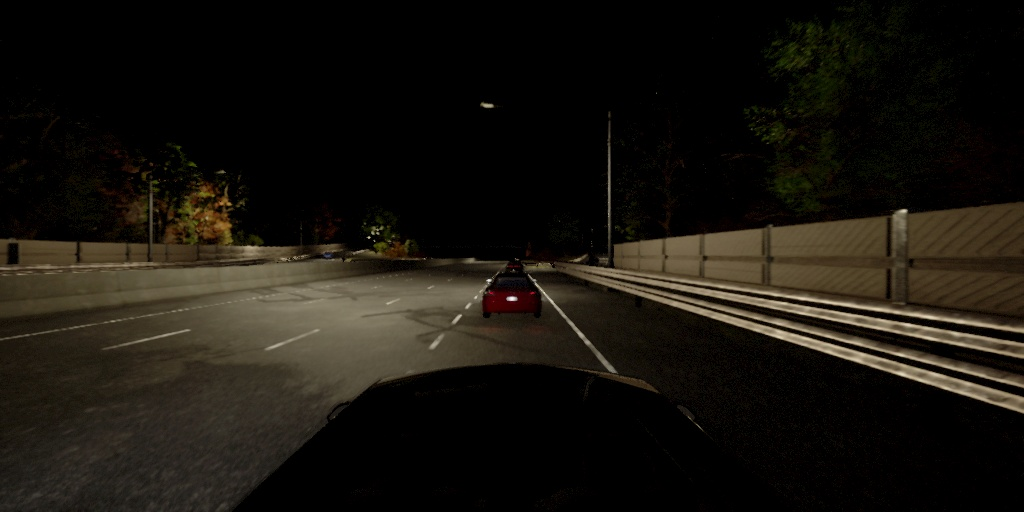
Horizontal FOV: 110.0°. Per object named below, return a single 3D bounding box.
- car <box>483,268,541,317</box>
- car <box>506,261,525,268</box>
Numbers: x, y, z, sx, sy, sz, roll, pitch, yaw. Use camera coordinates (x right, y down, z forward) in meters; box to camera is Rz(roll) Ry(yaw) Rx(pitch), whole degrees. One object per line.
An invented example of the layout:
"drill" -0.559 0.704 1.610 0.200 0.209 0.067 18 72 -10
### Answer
"car" -0.002 1.325 13.337 1.994 1.385 4.181 0 0 0
"car" 0.400 1.301 42.021 1.837 1.490 4.892 -1 0 5
